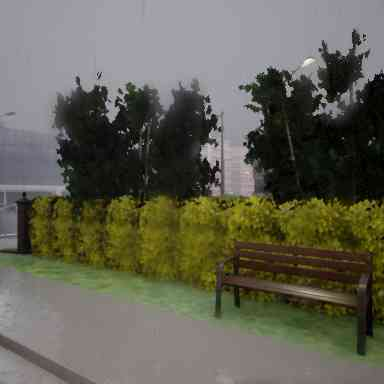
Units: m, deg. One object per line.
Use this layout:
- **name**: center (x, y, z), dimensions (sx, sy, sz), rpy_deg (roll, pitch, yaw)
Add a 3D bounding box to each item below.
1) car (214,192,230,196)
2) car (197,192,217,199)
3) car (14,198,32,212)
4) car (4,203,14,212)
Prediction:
- **car**: center (6.353, 0.784, 67.736), dimensions (1.994, 1.385, 4.181), rpy_deg (0, 1, 35)
- **car**: center (3.194, 0.753, 69.309), dimensions (1.812, 1.442, 4.674), rpy_deg (0, 1, 35)
- **car**: center (-16.119, 1.553, 35.897), dimensions (1.895, 1.301, 4.718), rpy_deg (0, 0, 36)
- **car**: center (-18.874, 1.479, 38.046), dimensions (1.812, 1.442, 4.674), rpy_deg (0, 0, 35)
